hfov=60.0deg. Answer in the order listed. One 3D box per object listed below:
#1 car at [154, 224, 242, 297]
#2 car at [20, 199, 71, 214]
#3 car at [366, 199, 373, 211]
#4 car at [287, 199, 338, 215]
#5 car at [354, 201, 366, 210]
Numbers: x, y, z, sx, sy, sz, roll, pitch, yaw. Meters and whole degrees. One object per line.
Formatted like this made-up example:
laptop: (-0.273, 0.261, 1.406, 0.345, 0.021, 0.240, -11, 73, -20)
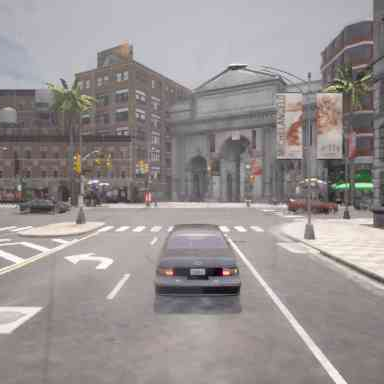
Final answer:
car: (0.110, 1.547, 8.762, 2.033, 1.411, 5.357, 0, 0, 0)
car: (-15.016, 1.505, 34.172, 4.892, 1.490, 1.837, 0, 0, 1)
car: (22.701, 1.526, 37.490, 4.674, 1.442, 1.812, 0, 0, 1)
car: (12.255, 1.477, 33.911, 5.008, 1.535, 1.882, 0, 0, 1)
car: (22.274, 1.564, 40.989, 4.181, 1.385, 1.994, 0, 0, 0)
